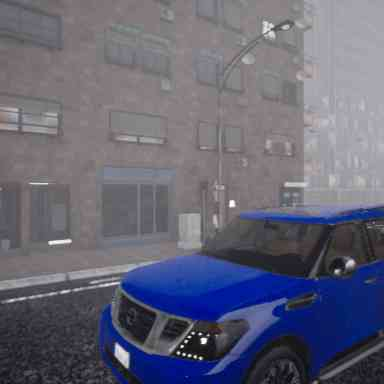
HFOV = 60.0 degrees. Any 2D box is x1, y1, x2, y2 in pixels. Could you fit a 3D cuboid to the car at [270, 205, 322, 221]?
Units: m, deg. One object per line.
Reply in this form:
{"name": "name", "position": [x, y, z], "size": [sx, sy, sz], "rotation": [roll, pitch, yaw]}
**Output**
{"name": "car", "position": [10.089, 2.026, 32.606], "size": [1.895, 1.301, 4.718], "rotation": [0, -1, -36]}

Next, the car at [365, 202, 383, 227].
{"name": "car", "position": [15.031, 1.627, 23.831], "size": [2.097, 1.767, 4.553], "rotation": [-1, -1, -18]}

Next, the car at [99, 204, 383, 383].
{"name": "car", "position": [1.577, 1.239, 4.809], "size": [5.566, 2.045, 2.150], "rotation": [1, 0, -35]}
